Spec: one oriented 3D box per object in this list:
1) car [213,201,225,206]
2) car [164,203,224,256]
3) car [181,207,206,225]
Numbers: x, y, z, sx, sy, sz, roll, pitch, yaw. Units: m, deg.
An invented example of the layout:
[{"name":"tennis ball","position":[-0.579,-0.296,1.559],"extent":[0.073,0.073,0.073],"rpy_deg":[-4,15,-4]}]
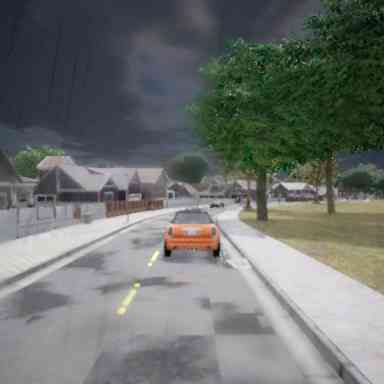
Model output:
[{"name":"car","position":[4.989,2.492,65.301],"extent":[2.033,1.411,5.357],"rpy_deg":[0,-1,20]},{"name":"car","position":[0.005,1.512,14.060],"extent":[2.097,1.767,4.553],"rpy_deg":[0,-1,0]},{"name":"car","position":[0.246,1.992,29.014],"extent":[1.895,1.301,4.718],"rpy_deg":[0,-1,4]}]
